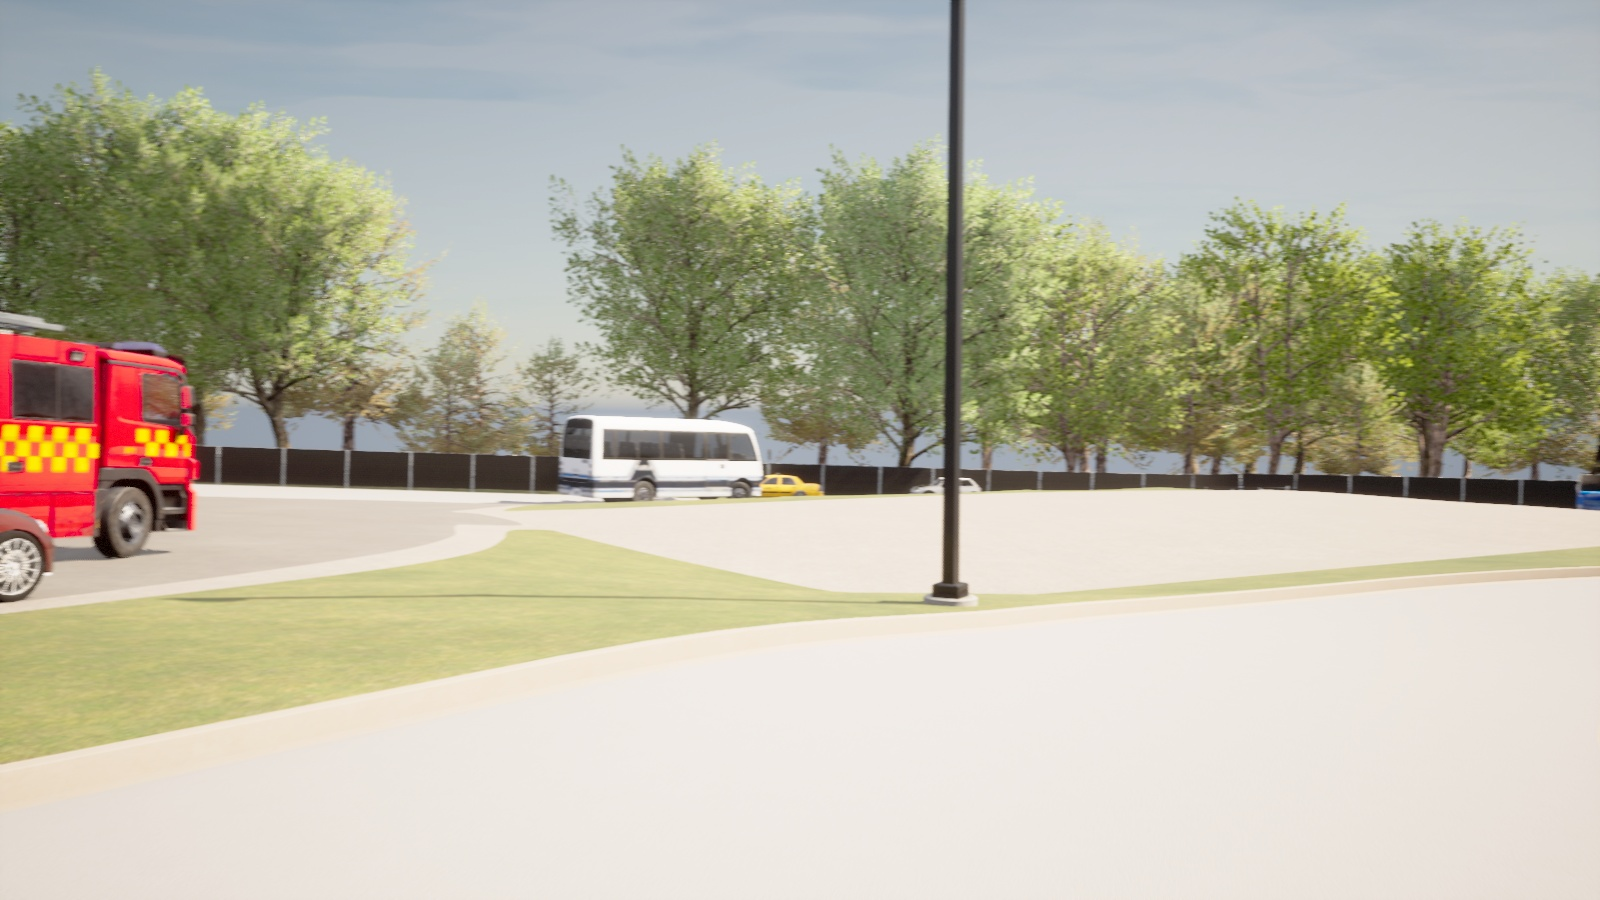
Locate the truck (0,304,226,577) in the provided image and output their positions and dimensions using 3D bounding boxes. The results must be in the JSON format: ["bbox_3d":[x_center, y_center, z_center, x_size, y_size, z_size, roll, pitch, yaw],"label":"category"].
[{"bbox_3d":[-12.548,-0.148,18.431,2.891,3.827,8.468,1,-1,13],"label":"truck"}]

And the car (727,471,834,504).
[{"bbox_3d":[-1.042,1.982,66.838,5.366,1.575,1.801,1,2,-17],"label":"car"}]

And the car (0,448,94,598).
[{"bbox_3d":[-10.220,0.751,12.844,2.152,1.651,5.027,1,-1,19],"label":"car"}]

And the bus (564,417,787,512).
[{"bbox_3d":[-5.955,0.657,61.467,10.273,4.253,3.944,1,1,-39],"label":"bus"}]

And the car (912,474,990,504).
[{"bbox_3d":[8.248,2.145,68.683,3.806,1.475,1.970,1,2,-8],"label":"car"}]
